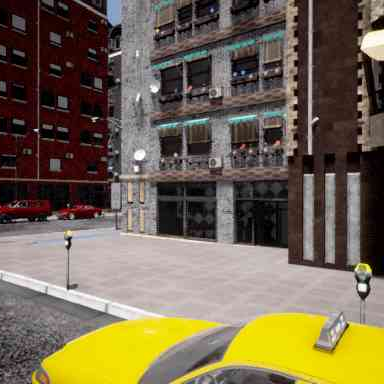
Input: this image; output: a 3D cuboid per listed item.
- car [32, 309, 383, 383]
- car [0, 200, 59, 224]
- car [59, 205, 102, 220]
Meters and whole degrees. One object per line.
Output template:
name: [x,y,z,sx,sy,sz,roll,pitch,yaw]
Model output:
car: [0.718,1.525,2.362,4.829,1.417,1.752,0,0,36]
car: [-14.179,1.591,27.655,2.192,1.841,5.009,-1,-2,35]
car: [-10.884,1.923,32.295,1.887,1.381,4.507,-1,-2,35]
